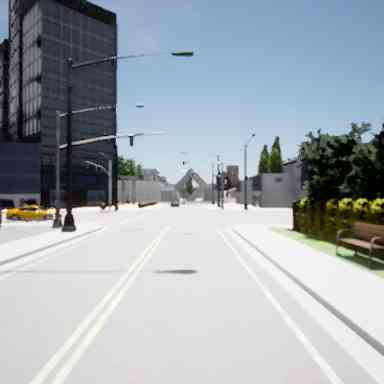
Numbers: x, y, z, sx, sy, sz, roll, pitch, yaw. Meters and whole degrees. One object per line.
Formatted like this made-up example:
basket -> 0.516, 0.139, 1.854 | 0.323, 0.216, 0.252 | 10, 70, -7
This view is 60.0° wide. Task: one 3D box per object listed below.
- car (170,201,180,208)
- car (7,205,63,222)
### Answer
car -> -3.511, 2.553, 68.938 | 1.895, 1.301, 4.718 | 0, -1, 0
car -> -15.012, 2.064, 31.909 | 5.008, 1.535, 1.882 | 1, -1, 0
